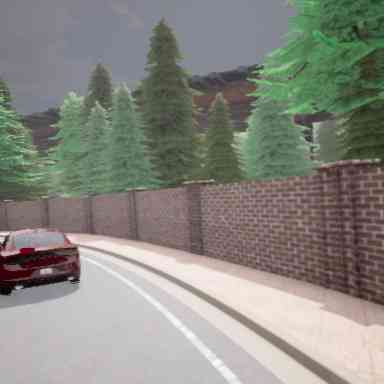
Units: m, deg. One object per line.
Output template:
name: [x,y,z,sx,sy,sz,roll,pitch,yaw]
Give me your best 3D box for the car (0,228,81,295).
car: [-4.748,1.828,10.051,1.882,1.535,5.008,-3,-1,-31]
